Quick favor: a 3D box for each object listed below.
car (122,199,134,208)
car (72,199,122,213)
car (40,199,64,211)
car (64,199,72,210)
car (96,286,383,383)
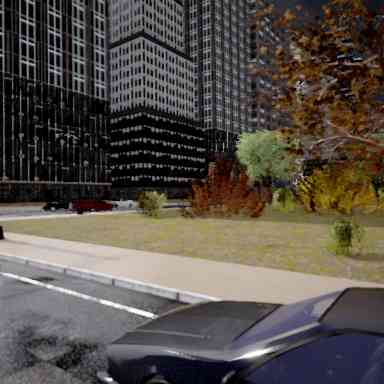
[{"bbox_3d":[-11.254,1.768,52.343,1.812,1.442,4.674,-1,-1,37],"label":"car"},{"bbox_3d":[-10.459,1.581,36.877,1.812,1.442,4.674,-1,-1,37],"label":"car"},{"bbox_3d":[-17.519,1.738,44.034,1.837,1.490,4.892,-1,-1,37],"label":"car"},{"bbox_3d":[-12.395,1.639,39.708,1.812,1.442,4.674,-1,-1,37],"label":"car"},{"bbox_3d":[1.638,1.547,2.511,5.357,1.411,2.033,0,0,36],"label":"car"}]
